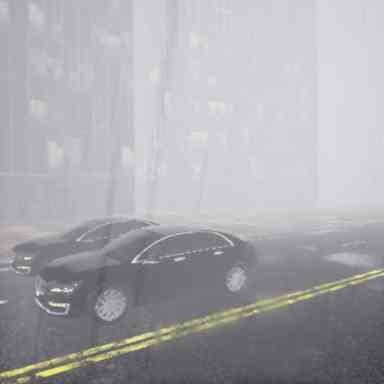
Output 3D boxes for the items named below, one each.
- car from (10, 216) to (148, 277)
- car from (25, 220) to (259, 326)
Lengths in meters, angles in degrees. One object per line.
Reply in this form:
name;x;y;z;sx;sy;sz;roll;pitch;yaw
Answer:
car;-2.593;1.509;9.819;4.892;1.490;1.837;0;0;-35
car;-0.694;1.509;7.182;4.892;1.490;1.837;0;0;-35
